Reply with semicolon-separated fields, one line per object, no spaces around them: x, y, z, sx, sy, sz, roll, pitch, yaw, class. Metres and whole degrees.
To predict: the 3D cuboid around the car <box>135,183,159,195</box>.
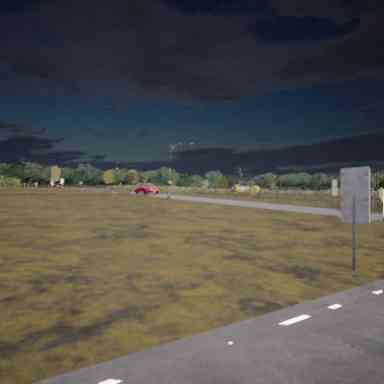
-7.713;-0.534;56.564;2.150;2.045;5.566;0;2;-36;car
